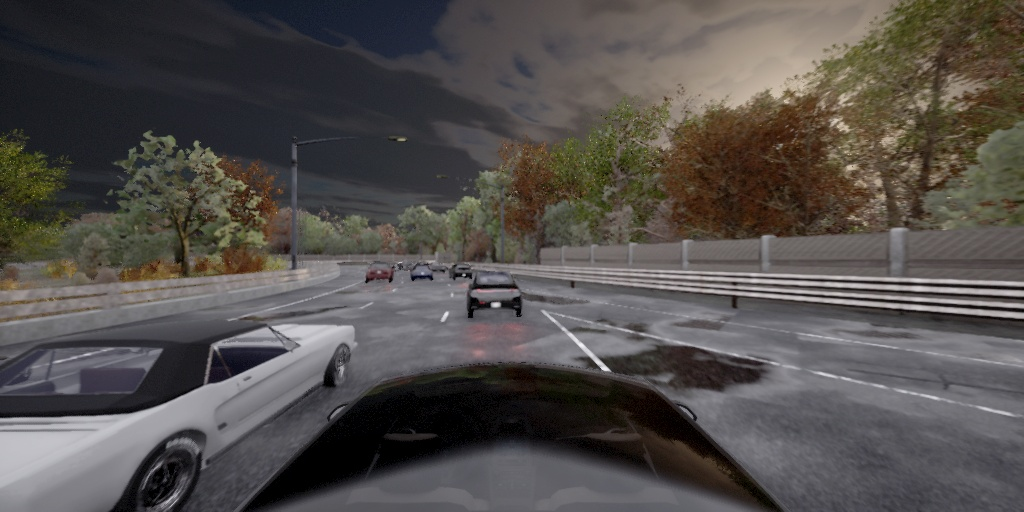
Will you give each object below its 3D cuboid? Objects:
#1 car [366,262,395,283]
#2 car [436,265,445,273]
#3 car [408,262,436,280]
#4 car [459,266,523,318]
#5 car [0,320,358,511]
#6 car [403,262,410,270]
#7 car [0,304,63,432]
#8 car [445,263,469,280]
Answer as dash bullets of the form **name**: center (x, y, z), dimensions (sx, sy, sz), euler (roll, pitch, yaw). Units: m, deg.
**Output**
- **car**: center (-11.309, 1.316, 30.987), dimensions (2.097, 1.767, 4.553), euler (0, 0, -16)
- **car**: center (-10.420, 1.656, 48.354), dimensions (1.895, 1.301, 4.718), euler (0, 0, -24)
- **car**: center (-8.608, 1.532, 34.153), dimensions (1.994, 1.385, 4.181), euler (0, 0, -16)
- **car**: center (-0.717, 1.310, 13.484), dimensions (2.128, 1.511, 4.902), euler (0, 0, -5)
- **car**: center (-3.513, 1.380, 4.022), dimensions (1.895, 1.301, 4.718), euler (0, 0, -2)
- **car**: center (-16.341, 1.711, 60.036), dimensions (1.994, 1.385, 4.181), euler (0, 0, -31)
- **car**: center (-6.927, 1.332, 2.061), dimensions (2.033, 1.411, 5.357), euler (0, 0, -1)
- **car**: center (-4.913, 1.455, 34.022), dimensions (1.837, 1.490, 4.892), euler (0, -1, -16)
